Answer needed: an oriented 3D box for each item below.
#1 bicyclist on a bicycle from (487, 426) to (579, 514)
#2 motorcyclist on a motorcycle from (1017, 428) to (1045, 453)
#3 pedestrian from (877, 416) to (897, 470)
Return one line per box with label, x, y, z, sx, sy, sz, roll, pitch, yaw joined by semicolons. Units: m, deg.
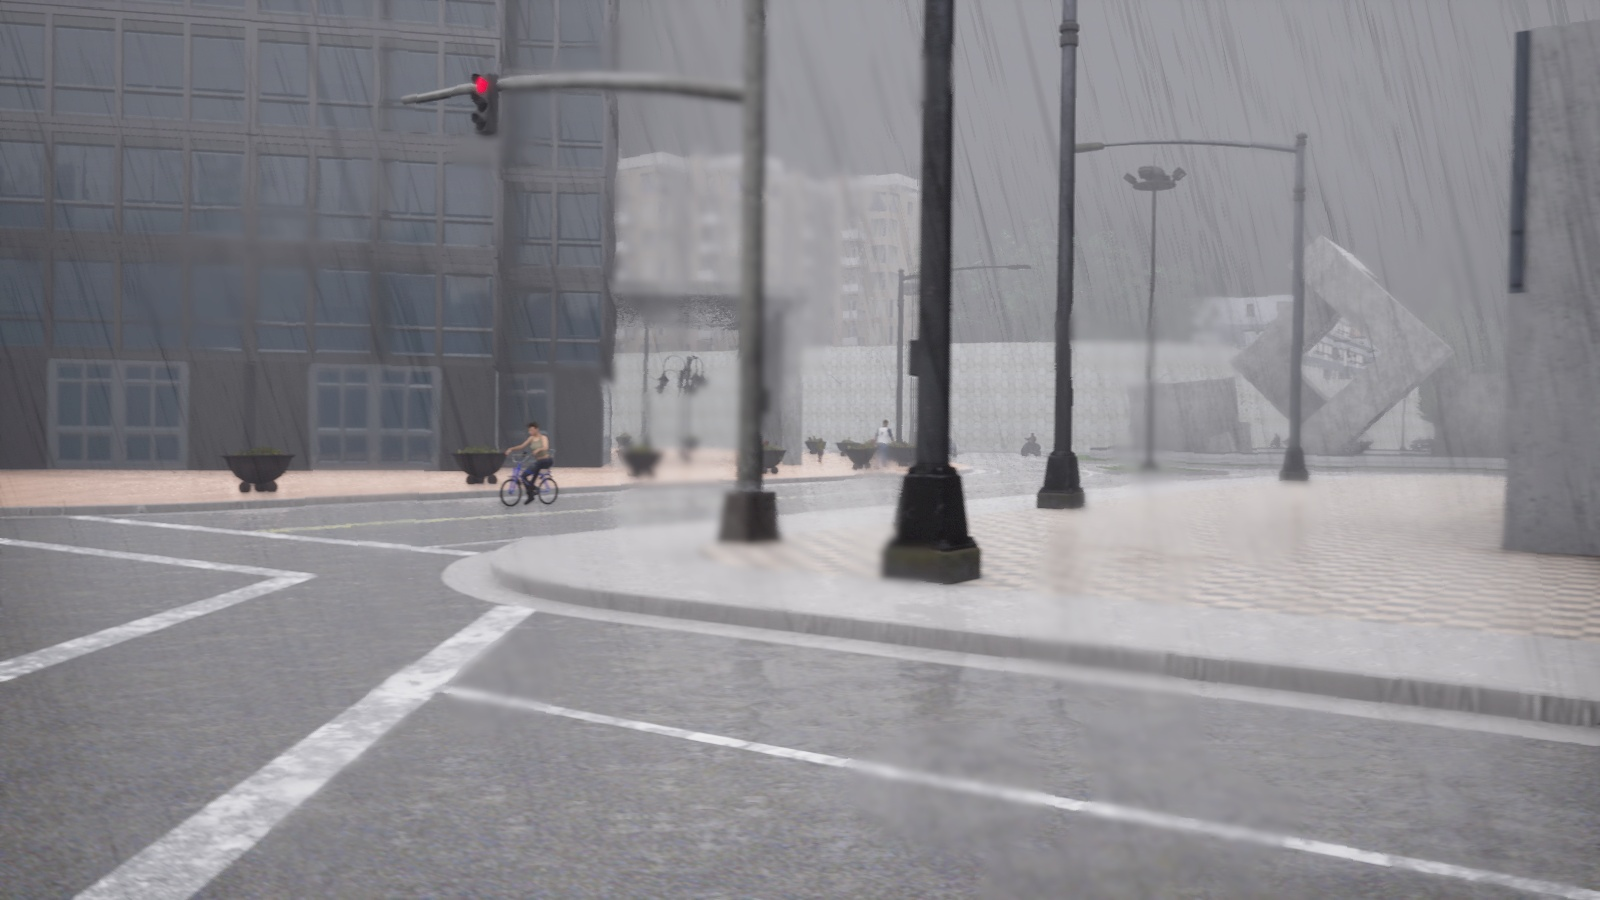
bicyclist on a bicycle;-5.054;0.355;23.834;0.866;1.612;1.509;0;1;34
motorcyclist on a motorcycle;15.458;-0.640;83.883;0.766;1.649;2.350;1;2;40
pedestrian;2.973;-0.247;42.944;0.354;1.836;0.706;0;1;37
